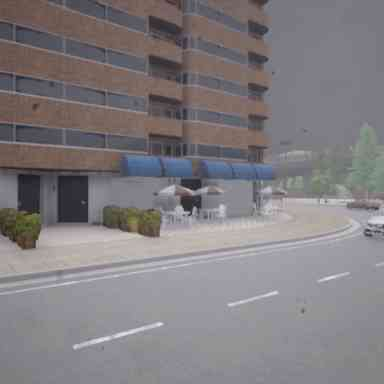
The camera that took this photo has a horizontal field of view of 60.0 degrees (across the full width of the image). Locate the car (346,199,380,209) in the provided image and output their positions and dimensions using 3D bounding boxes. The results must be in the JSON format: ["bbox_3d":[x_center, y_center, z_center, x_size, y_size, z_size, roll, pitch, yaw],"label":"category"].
[{"bbox_3d":[21.144,1.529,41.140,1.994,1.385,4.181,0,0,-16],"label":"car"}]

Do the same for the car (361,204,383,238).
[{"bbox_3d":[10.261,1.510,16.972,1.812,1.442,4.674,0,0,40],"label":"car"}]
